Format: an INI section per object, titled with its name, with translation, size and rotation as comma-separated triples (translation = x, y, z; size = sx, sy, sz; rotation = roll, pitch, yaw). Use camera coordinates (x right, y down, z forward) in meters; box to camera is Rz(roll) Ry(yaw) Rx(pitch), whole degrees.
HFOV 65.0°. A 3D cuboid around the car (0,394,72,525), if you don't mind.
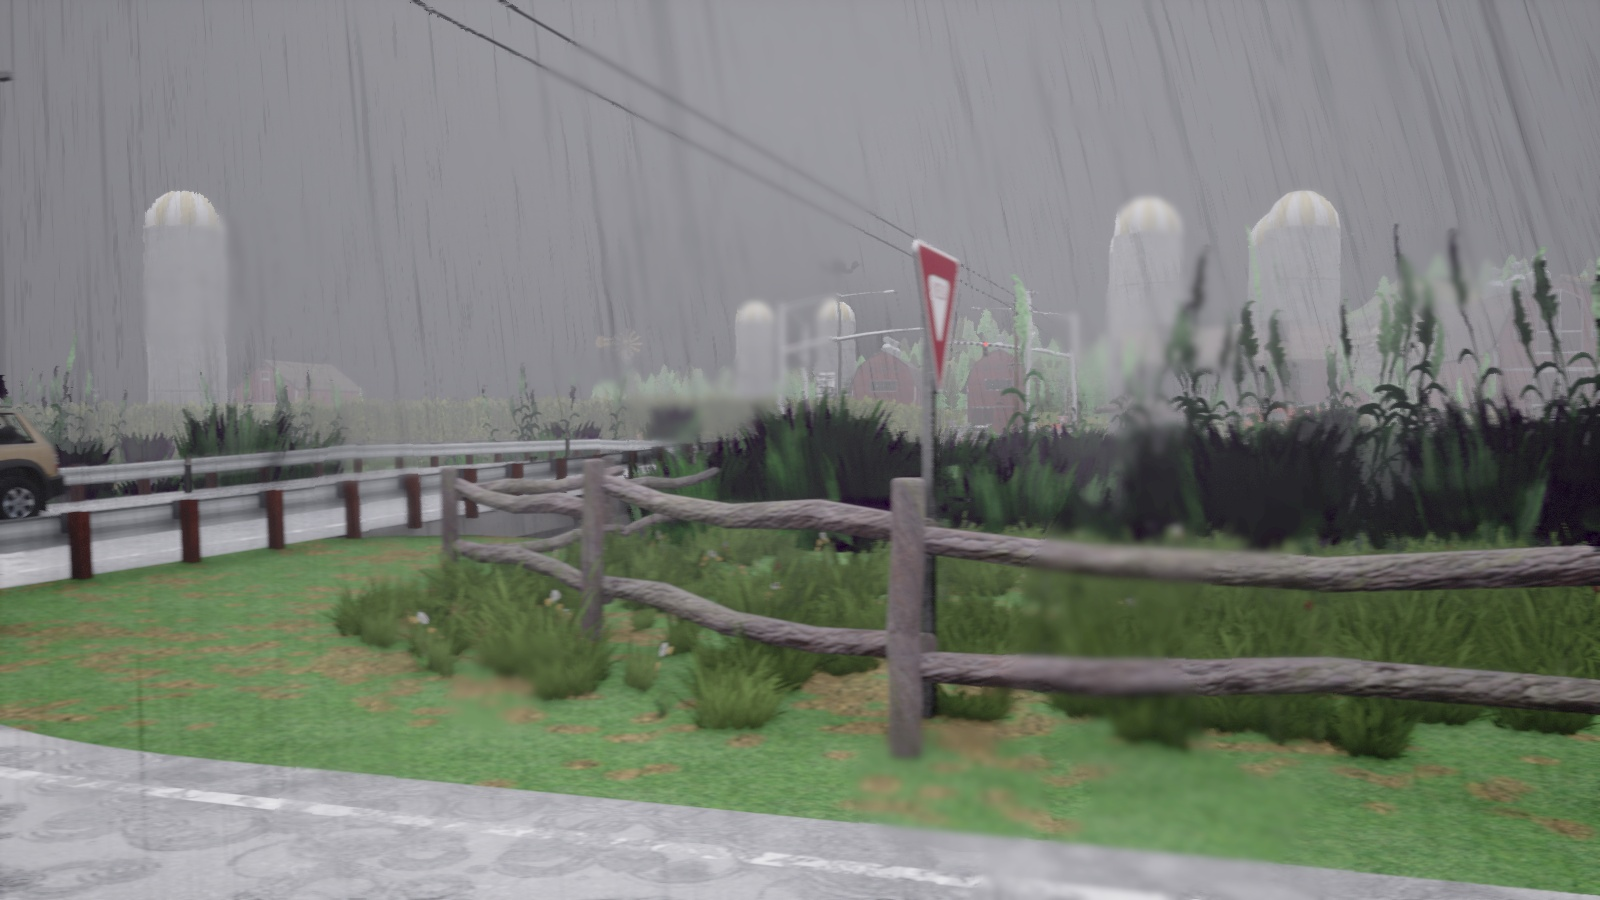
[car]
translation = -12.635, 0.175, 17.004
size = 1.932, 1.855, 4.605
rotation = 0, 2, 19
